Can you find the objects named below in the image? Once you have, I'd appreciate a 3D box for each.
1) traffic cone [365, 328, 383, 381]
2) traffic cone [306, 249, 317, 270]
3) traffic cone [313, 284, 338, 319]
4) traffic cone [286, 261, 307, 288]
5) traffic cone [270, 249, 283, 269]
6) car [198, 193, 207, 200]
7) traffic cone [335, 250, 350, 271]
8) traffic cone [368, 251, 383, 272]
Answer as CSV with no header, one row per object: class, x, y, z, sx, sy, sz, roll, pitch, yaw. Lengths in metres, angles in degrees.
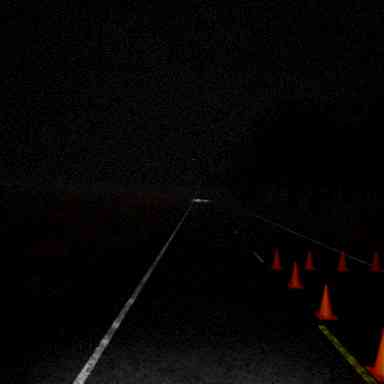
traffic cone,2.454,2.024,4.227,0.340,0.580,0.340,1,0,1
traffic cone,3.601,2.059,10.200,0.340,0.580,0.340,1,0,1
traffic cone,2.504,2.028,6.226,0.340,0.580,0.340,1,0,1
traffic cone,2.553,2.032,8.225,0.340,0.580,0.340,1,0,1
traffic cone,2.602,2.036,10.225,0.340,0.580,0.340,1,0,1
car,2.192,0.982,74.279,1.837,1.490,4.892,1,1,1
traffic cone,4.601,2.081,10.175,0.340,0.580,0.340,1,0,1
traffic cone,5.600,2.104,10.151,0.340,0.580,0.340,1,0,1
